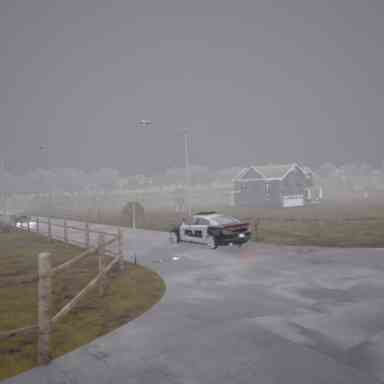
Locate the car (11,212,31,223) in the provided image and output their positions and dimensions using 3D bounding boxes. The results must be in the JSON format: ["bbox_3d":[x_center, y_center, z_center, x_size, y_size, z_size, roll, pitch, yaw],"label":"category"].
[{"bbox_3d":[-23.791,3.481,46.252,1.895,1.301,4.718,-2,-1,-36],"label":"car"}]

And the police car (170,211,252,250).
[{"bbox_3d":[0.667,1.808,16.638,1.930,1.638,5.238,-2,-1,-36],"label":"police car"}]
